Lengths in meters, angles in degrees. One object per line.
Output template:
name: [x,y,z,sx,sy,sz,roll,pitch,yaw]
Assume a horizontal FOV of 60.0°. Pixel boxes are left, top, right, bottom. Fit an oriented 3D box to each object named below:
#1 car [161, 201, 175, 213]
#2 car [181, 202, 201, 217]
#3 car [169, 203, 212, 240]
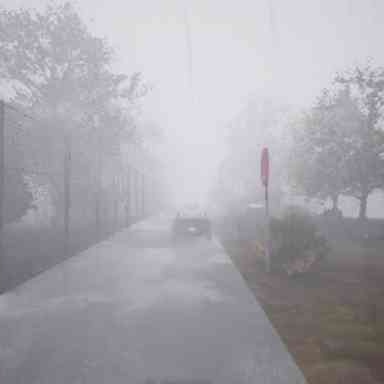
car: [-3.050,1.959,44.738,1.882,1.535,5.008,0,-1,0]
car: [-0.095,1.858,36.269,2.033,1.411,5.357,0,-1,0]
car: [-0.006,1.545,17.425,1.882,1.535,5.008,0,0,0]
